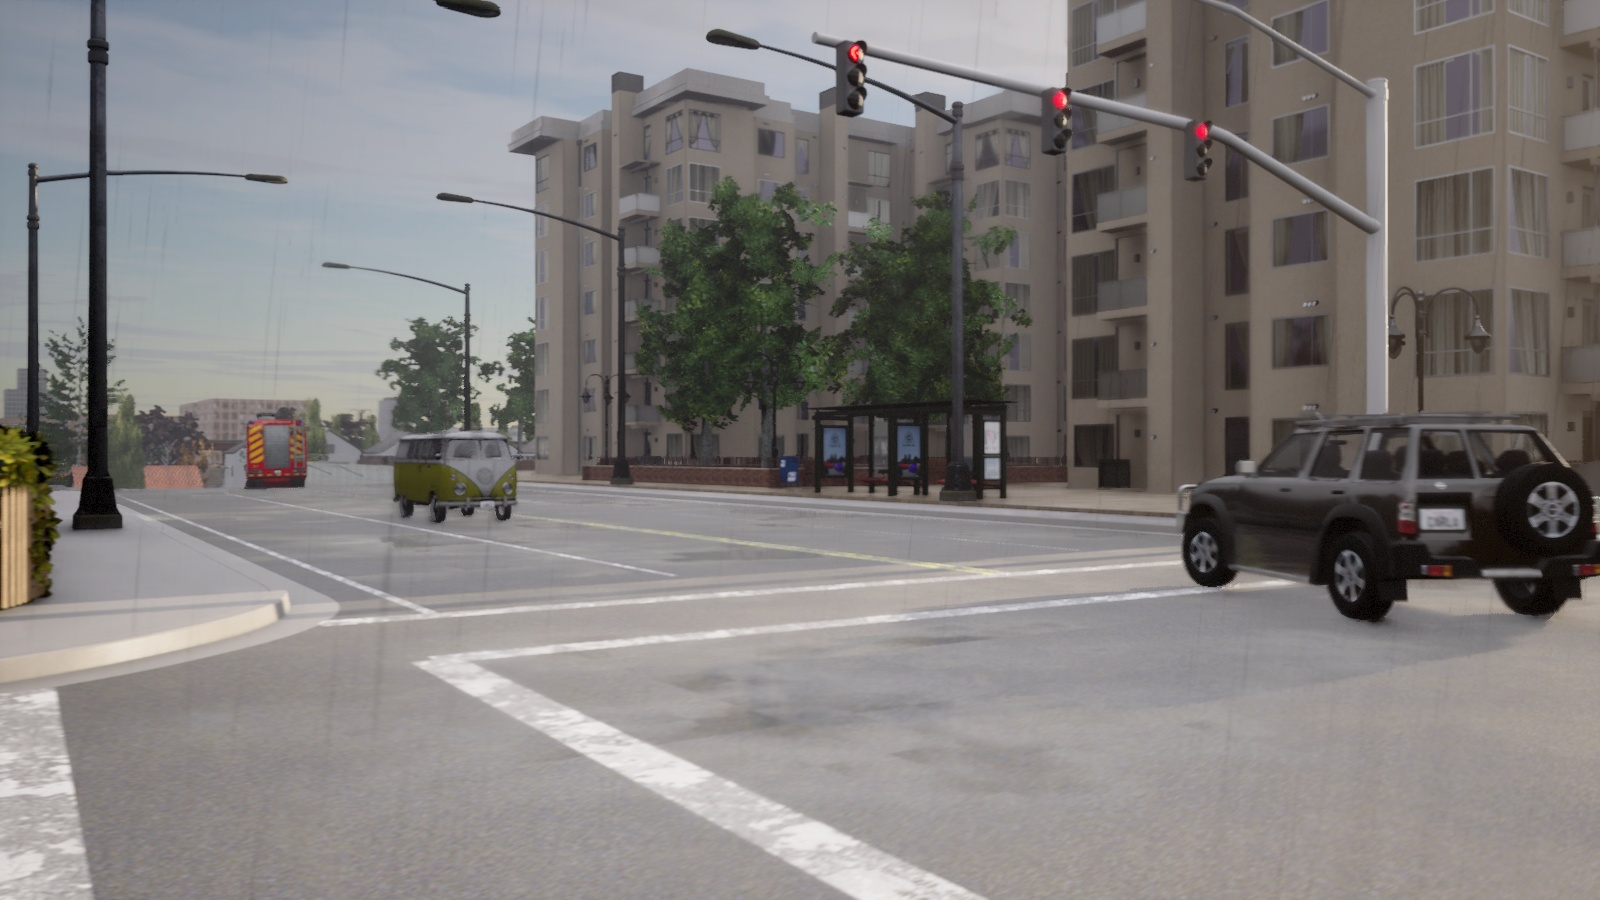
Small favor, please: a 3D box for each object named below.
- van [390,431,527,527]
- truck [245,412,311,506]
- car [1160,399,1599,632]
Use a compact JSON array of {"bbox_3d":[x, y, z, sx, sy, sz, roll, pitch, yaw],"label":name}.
[{"bbox_3d":[-7.803,0.618,28.421,1.775,1.987,4.442,0,0,-32],"label":"van"},{"bbox_3d":[-28.421,0.588,68.135,2.891,3.827,8.468,-1,-8,-25],"label":"truck"},{"bbox_3d":[5.451,0.548,12.422,1.932,1.855,4.605,0,-1,-8],"label":"car"}]
